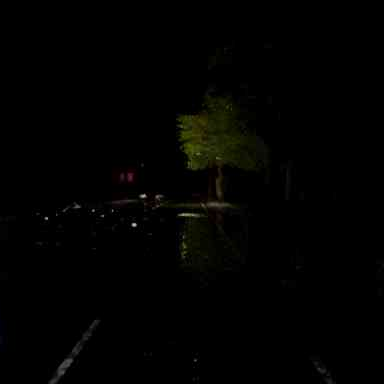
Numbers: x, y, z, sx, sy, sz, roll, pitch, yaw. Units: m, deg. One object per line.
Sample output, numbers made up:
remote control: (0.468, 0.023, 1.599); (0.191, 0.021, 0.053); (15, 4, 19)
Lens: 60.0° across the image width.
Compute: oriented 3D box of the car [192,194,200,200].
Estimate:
car: (1.049, 1.178, 86.437); (1.837, 1.490, 4.892); (0, 0, 0)

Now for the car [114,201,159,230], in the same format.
car: (-3.133, 1.476, 20.270); (1.895, 1.301, 4.718); (0, 0, 0)

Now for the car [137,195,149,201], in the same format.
car: (-9.696, 1.243, 66.551); (2.033, 1.411, 5.357); (0, 0, 0)

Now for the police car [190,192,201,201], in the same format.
police car: (1.040, 1.110, 76.546); (1.930, 1.638, 5.238); (0, 0, 0)

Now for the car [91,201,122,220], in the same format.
car: (-6.577, 1.446, 26.708); (1.895, 1.301, 4.718); (0, 0, 0)

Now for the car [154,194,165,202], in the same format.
car: (-6.450, 1.236, 67.176); (2.128, 1.511, 4.902); (0, 0, 0)

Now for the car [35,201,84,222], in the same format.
car: (-9.826, 1.399, 25.161); (2.033, 1.411, 5.357); (0, 0, 0)

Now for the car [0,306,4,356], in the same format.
car: (-3.149, 1.463, 1.924); (1.882, 1.535, 5.008); (0, 0, 0)
